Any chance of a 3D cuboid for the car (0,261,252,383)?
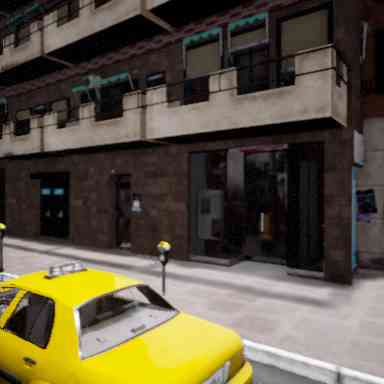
[{"bbox_3d":[-1.699,1.534,4.082,4.829,1.417,1.752,0,0,36],"label":"car"}]
